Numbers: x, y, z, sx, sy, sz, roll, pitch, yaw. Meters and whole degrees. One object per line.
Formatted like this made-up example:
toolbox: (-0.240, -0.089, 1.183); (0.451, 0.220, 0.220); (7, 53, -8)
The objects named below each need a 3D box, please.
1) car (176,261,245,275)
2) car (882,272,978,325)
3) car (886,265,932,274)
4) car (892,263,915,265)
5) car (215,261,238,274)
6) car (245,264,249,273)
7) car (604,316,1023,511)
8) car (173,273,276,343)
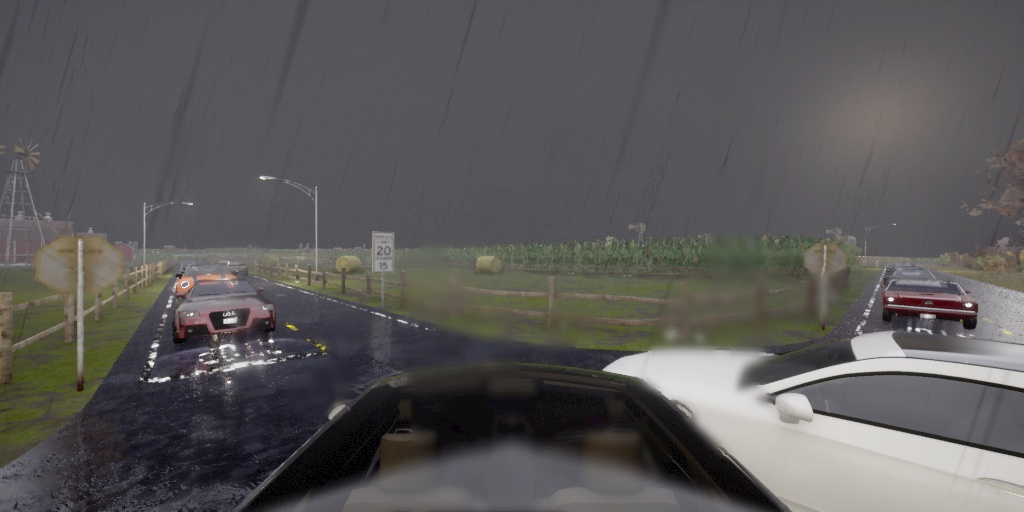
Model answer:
car: (-13.894, 1.150, 16.401); (2.097, 1.767, 4.553); (0, 0, -42)
car: (13.394, 1.399, 11.692); (4.718, 1.301, 1.895); (0, 1, -44)
car: (20.399, 1.365, 18.333); (5.357, 1.411, 2.033); (0, 1, -43)
car: (27.084, 1.405, 24.662); (4.181, 1.385, 1.994); (0, 1, -43)
car: (-34.172, 1.331, 42.867); (1.837, 1.490, 4.892); (0, 0, -42)
car: (-27.369, 1.305, 35.483); (2.128, 1.511, 4.902); (0, 0, -42)
car: (2.815, 1.293, 2.513); (1.812, 1.442, 4.674); (0, 1, -45)
car: (-8.047, 1.360, 9.981); (1.994, 1.385, 4.181); (0, 0, -43)
